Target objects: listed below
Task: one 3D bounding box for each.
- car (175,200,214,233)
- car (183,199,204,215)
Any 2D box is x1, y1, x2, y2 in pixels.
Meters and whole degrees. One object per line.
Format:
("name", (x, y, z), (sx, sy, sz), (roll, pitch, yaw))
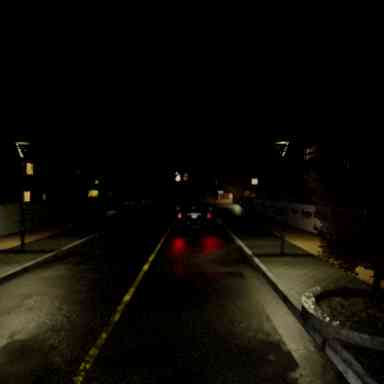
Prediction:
("car", (0.126, 1.303, 19.582), (2.097, 1.767, 4.553), (0, 0, 0))
("car", (0.148, 1.498, 33.881), (1.994, 1.385, 4.181), (0, 0, 0))
